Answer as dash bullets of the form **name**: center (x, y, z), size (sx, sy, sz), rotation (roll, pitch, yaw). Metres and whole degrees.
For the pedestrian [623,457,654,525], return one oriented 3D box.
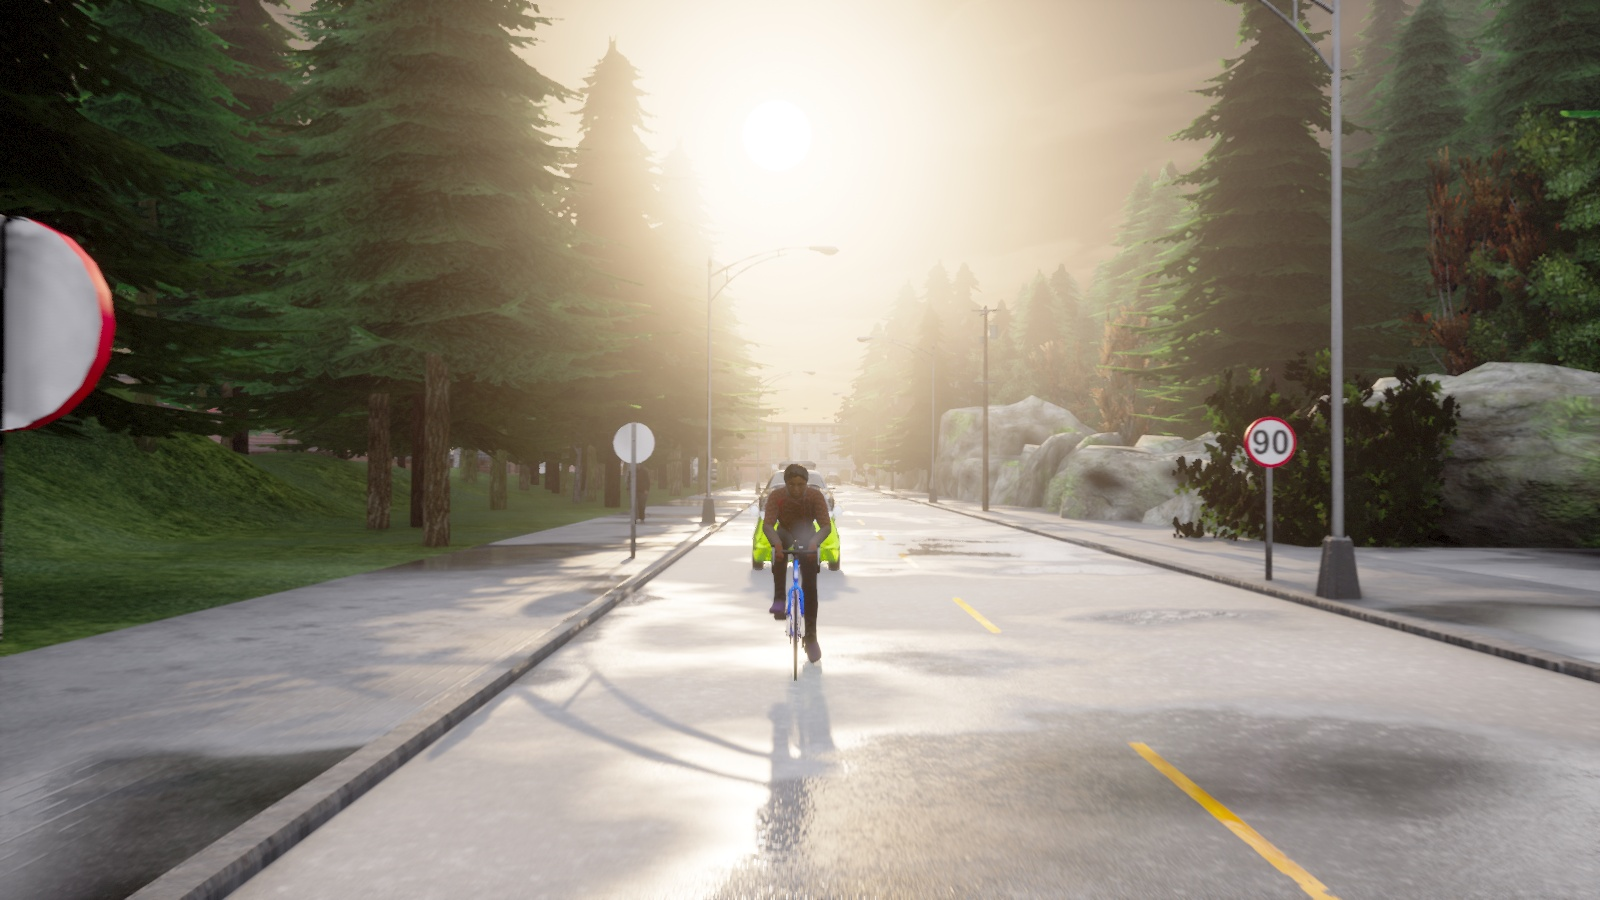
- **pedestrian**: center (-4.397, 1.112, 34.186), size (0.634, 1.844, 0.899), rotation (0, -1, 8)

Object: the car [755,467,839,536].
- **car**: center (-0.075, 1.293, 32.839), size (2.033, 1.649, 4.856), rotation (0, -1, 0)

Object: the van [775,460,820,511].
- **van**: center (-0.096, 1.421, 51.408), size (1.775, 1.987, 4.442), rotation (0, -1, 0)

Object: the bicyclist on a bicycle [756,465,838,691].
- **bicyclist on a bicycle**: center (-0.025, 0.932, 9.860), size (0.582, 1.620, 1.656), rotation (0, -1, 0)

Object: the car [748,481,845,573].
- **car**: center (-0.050, 1.209, 20.318), size (1.481, 1.376, 2.207), rotation (0, -1, 0)
